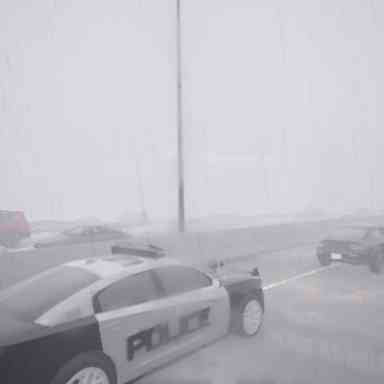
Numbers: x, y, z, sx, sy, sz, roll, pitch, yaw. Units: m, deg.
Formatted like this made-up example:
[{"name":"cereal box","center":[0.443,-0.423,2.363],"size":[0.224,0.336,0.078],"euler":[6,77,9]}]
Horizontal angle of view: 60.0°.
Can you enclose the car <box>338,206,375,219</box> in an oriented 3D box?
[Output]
[{"name":"car","center":[21.705,2.617,43.865],"size":[5.008,1.535,1.882],"euler":[0,-2,-30]}]

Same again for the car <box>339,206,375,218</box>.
[{"name":"car","center":[18.849,2.465,37.986],"size":[5.008,1.535,1.882],"euler":[0,-2,-32]}]

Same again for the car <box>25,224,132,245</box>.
[{"name":"car","center":[-4.627,2.149,14.546],"size":[4.181,1.385,1.994],"euler":[1,-3,-45]}]

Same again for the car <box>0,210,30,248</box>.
[{"name":"car","center":[-11.524,2.025,17.553],"size":[2.150,2.045,5.566],"euler":[-3,-3,44]}]

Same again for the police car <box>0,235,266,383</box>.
[{"name":"police car","center":[-0.693,1.622,5.085],"size":[1.930,1.638,5.238],"euler":[-3,-3,43]}]

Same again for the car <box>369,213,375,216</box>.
[{"name":"car","center":[10.631,1.827,15.837],"size":[5.366,1.575,1.801],"euler":[1,-3,-40]}]

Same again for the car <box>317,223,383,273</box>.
[{"name":"car","center":[6.131,1.838,11.839],"size":[4.674,1.442,1.812],"euler":[1,-3,-43]}]

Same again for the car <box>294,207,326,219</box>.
[{"name":"car","center":[15.733,2.732,44.290],"size":[5.008,1.535,1.882],"euler":[0,-2,-32]}]
